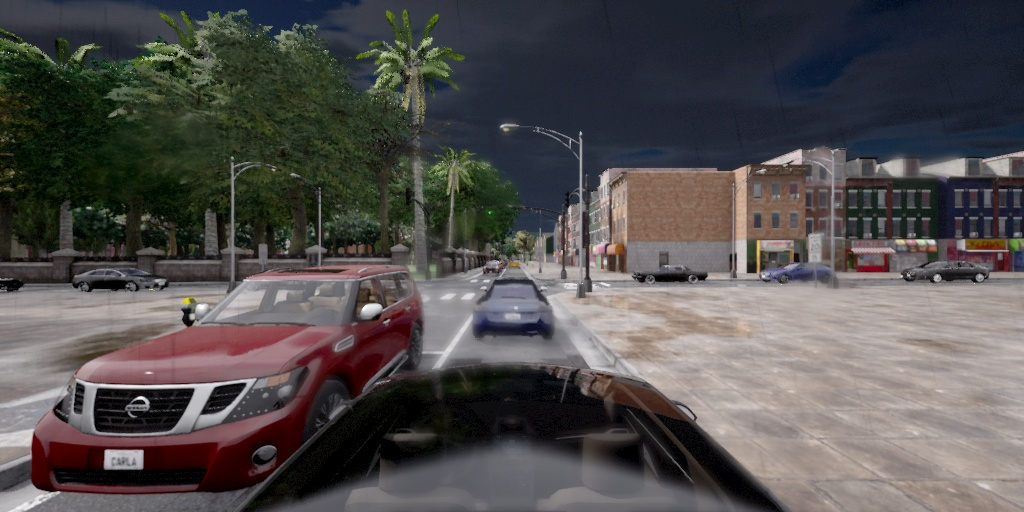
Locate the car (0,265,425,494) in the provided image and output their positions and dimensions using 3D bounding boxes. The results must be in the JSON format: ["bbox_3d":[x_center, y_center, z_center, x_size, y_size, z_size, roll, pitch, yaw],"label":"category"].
[{"bbox_3d":[-2.623,1.068,4.950,2.192,1.841,5.009,0,0,0],"label":"car"}]

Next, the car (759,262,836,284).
[{"bbox_3d":[20.023,1.171,25.206,4.674,1.442,1.812,0,0,0],"label":"car"}]

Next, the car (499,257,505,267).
[{"bbox_3d":[-2.379,1.342,48.783,1.967,1.591,4.097,0,0,0],"label":"car"}]

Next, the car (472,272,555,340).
[{"bbox_3d":[0.046,1.326,10.033,1.994,1.385,4.181,0,0,0],"label":"car"}]

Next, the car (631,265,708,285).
[{"bbox_3d":[10.976,1.305,25.256,4.718,1.301,1.895,0,0,1],"label":"car"}]

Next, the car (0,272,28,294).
[{"bbox_3d":[-33.977,1.720,22.497,4.718,1.301,1.895,-1,0,0],"label":"car"}]

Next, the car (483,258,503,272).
[{"bbox_3d":[-2.411,1.314,43.096,1.967,1.591,4.097,0,0,0],"label":"car"}]

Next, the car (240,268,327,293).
[{"bbox_3d":[-14.149,1.479,22.404,4.181,1.385,1.994,-1,0,0],"label":"car"}]

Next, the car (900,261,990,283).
[{"bbox_3d":[30.264,1.098,25.158,4.892,1.490,1.837,0,0,0],"label":"car"}]
